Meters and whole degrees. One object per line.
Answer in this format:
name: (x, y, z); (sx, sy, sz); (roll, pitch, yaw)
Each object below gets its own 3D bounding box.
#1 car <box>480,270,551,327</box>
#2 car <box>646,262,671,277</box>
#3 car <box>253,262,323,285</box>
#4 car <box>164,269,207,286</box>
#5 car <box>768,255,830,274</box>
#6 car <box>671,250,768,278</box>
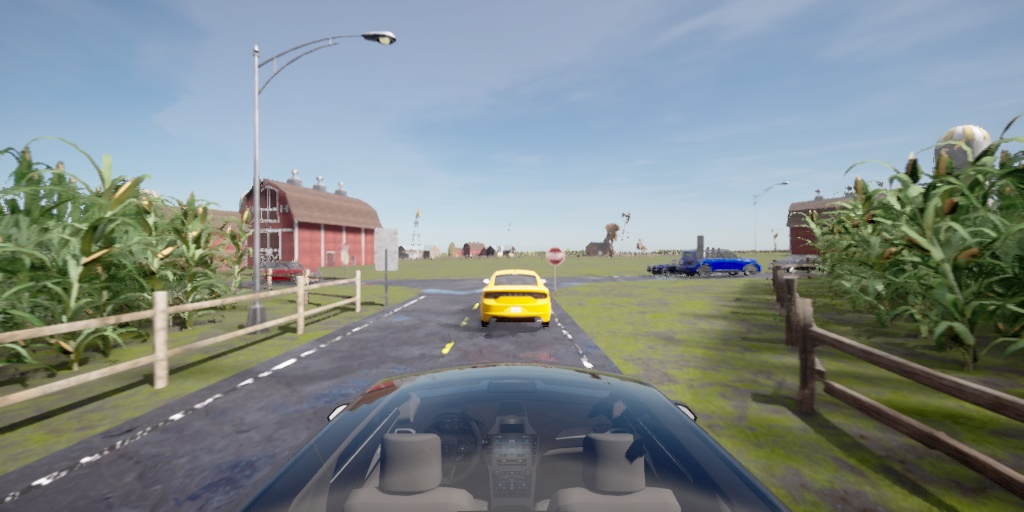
car: (0.094, 1.172, 11.367); (1.882, 1.535, 5.008); (0, 0, 0)
car: (13.512, 0.956, 29.216); (4.718, 1.301, 1.895); (-1, 0, -4)
car: (-16.573, 1.194, 26.726); (4.553, 1.767, 2.097); (-1, 0, 6)
car: (-26.694, 1.552, 27.866); (5.357, 1.411, 2.033); (-1, 0, 8)
car: (24.089, 0.660, 30.136); (4.902, 1.511, 2.128); (-1, 0, -7)
car: (15.167, 0.542, 26.471); (5.566, 2.045, 2.150); (-1, 0, -1)
